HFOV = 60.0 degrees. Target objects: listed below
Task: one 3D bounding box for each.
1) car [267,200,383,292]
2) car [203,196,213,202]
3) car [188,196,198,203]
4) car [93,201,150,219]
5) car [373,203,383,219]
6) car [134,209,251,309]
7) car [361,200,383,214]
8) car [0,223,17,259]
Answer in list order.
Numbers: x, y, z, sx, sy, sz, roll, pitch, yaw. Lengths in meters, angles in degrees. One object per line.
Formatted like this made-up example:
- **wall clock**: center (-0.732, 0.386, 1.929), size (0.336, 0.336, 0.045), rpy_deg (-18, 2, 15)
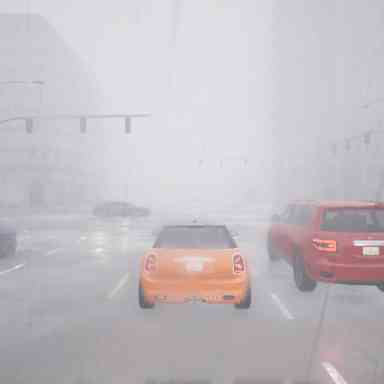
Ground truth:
- **car**: center (3.547, 1.221, 9.059), size (2.150, 2.045, 5.566), rpy_deg (0, 0, 2)
- **car**: center (3.612, 1.524, 74.389), size (1.812, 1.442, 4.674), rpy_deg (0, 0, 0)
- **car**: center (0.218, 1.526, 68.491), size (1.812, 1.442, 4.674), rpy_deg (0, 0, 0)
- **car**: center (-5.924, 1.505, 28.316), size (4.892, 1.490, 1.837), rpy_deg (0, 0, 1)
- **car**: center (18.129, 1.601, 28.036), size (4.718, 1.301, 1.895), rpy_deg (0, 0, 1)
- **car**: center (0.069, 1.352, 8.037), size (2.097, 1.767, 4.553), rpy_deg (0, 0, 1)
- **car**: center (20.508, 1.564, 35.209), size (4.181, 1.385, 1.994), rpy_deg (0, 0, 1)
- **car**: center (-7.015, 1.526, 9.868), size (1.812, 1.442, 4.674), rpy_deg (0, 0, 0)
